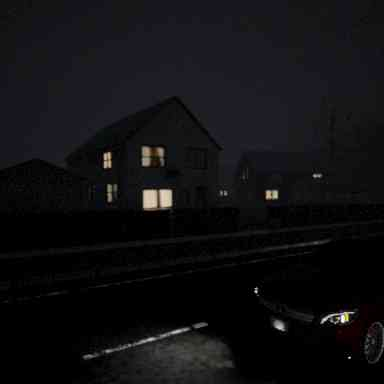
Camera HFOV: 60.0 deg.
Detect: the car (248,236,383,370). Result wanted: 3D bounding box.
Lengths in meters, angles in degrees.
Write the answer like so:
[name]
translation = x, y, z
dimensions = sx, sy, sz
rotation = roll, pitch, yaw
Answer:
[car]
translation = 3.086, 1.559, 5.880
dimensions = 4.674, 1.442, 1.812
rotation = 1, 0, -35
